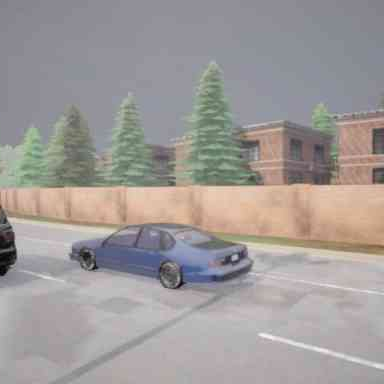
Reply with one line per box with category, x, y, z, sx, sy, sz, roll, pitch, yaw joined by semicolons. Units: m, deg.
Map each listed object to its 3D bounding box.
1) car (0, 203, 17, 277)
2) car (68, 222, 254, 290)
car;-6.913;1.212;8.926;5.566;2.045;2.150;0;0;36
car;-1.073;1.542;9.056;5.357;1.411;2.033;0;0;36
